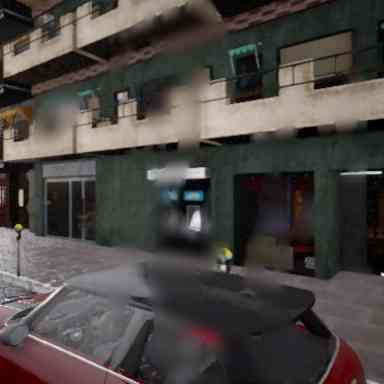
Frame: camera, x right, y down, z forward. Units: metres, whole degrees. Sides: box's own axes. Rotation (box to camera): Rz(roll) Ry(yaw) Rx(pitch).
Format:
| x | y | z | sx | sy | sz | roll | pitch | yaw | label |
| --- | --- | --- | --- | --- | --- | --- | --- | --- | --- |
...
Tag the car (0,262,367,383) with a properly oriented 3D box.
| x | y | z | sx | sy | sz | roll | pitch | yaw | label |
| --- | --- | --- | --- | --- | --- | --- | --- | --- | --- |
| -0.625 | 1.427 | 3.177 | 4.097 | 1.590 | 1.967 | 0 | 0 | 36 | car |
